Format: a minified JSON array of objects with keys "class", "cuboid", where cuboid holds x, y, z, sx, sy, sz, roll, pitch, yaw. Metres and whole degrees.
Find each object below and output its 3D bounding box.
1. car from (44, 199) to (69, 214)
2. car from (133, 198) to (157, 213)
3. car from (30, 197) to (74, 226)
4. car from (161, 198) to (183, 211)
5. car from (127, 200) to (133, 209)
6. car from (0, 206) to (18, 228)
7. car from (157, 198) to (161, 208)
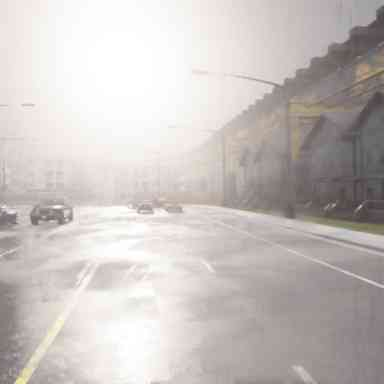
[{"class":"car","cuboid":[-16.406,1.689,40.576,1.882,1.535,5.008,-1,0,-12]},{"class":"car","cuboid":[-5.557,1.659,39.144,2.033,1.411,5.357,-1,0,-10]},{"class":"car","cuboid":[-10.823,1.414,26.176,2.150,2.045,5.566,-1,0,-8]},{"class":"car","cuboid":[-2.350,1.660,40.999,1.895,1.301,4.718,-1,0,-11]},{"class":"car","cuboid":[-8.319,1.763,49.423,1.895,1.301,4.718,-1,0,-26]},{"class":"car","cuboid":[-13.996,1.770,23.712,1.812,1.442,4.674,-1,0,-8]},{"class":"car","cuboid":[-4.965,1.633,50.515,1.812,1.442,4.674,-1,0,-25]}]
